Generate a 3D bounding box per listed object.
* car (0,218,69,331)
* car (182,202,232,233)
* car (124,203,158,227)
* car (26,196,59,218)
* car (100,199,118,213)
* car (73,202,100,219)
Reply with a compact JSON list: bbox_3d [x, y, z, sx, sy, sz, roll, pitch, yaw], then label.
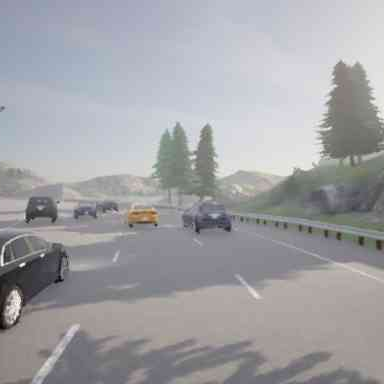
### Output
[{"bbox_3d":[-4.000,1.541,6.841,1.837,1.490,4.892,0,0,-5],"label":"car"},{"bbox_3d":[0.771,1.397,20.208,2.097,1.767,4.553,0,0,-13],"label":"car"},{"bbox_3d":[-3.686,1.552,23.590,1.882,1.535,5.008,0,0,-16],"label":"car"},{"bbox_3d":[-12.238,1.346,27.281,2.150,2.045,5.566,0,0,-21],"label":"car"},{"bbox_3d":[-10.045,1.648,39.191,1.837,1.490,4.892,0,0,-27],"label":"car"},{"bbox_3d":[-9.990,1.648,30.977,1.812,1.442,4.674,0,0,-21],"label":"car"}]
